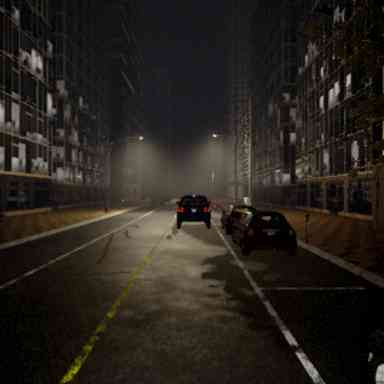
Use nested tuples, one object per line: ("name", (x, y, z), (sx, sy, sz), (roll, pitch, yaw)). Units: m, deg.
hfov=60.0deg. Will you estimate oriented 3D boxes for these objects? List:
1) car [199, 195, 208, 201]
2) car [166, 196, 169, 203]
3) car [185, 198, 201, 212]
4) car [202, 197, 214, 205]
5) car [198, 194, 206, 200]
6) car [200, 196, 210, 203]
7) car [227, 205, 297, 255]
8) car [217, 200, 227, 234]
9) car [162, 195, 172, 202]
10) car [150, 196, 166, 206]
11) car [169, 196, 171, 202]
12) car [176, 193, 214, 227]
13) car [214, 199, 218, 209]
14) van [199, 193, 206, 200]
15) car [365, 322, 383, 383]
("car", (2.734, 1.477, 81.551), (1.947, 1.339, 4.313), (0, 0, 0))
("car", (-5.658, 1.534, 58.794), (1.802, 1.307, 4.206), (0, 0, 0))
("car", (0.121, 1.483, 40.345), (1.837, 1.490, 4.892), (0, 0, 0))
("car", (2.722, 1.518, 58.782), (1.947, 1.339, 4.313), (0, 0, 0))
("car", (2.740, 1.326, 92.936), (1.967, 1.590, 4.097), (0, 0, 0))
("car", (2.728, 1.499, 70.166), (1.947, 1.339, 4.313), (0, 0, 0))
("car", (2.699, 1.436, 13.243), (1.967, 1.590, 4.097), (0, 0, 0))
("car", (2.702, 1.434, 18.935), (1.967, 1.590, 4.097), (0, 0, 0))
("car", (-5.650, 1.488, 75.872), (1.947, 1.339, 4.313), (0, 0, 0))
("car", (-5.661, 1.506, 53.100), (1.887, 1.381, 4.507), (0, 0, 0))
("car", (-5.652, 1.478, 70.179), (1.887, 1.381, 4.507), (0, 0, 0))
("car", (0.113, 1.213, 22.606), (2.150, 2.045, 5.566), (0, 0, 0))
("car", (2.714, 1.521, 41.705), (1.887, 1.381, 4.507), (0, 0, 0))
("van", (2.737, 1.240, 87.244), (1.690, 1.788, 3.998), (0, 0, 0))
("car", (2.693, 1.551, 1.858), (2.008, 1.369, 4.403), (0, 0, 0))
